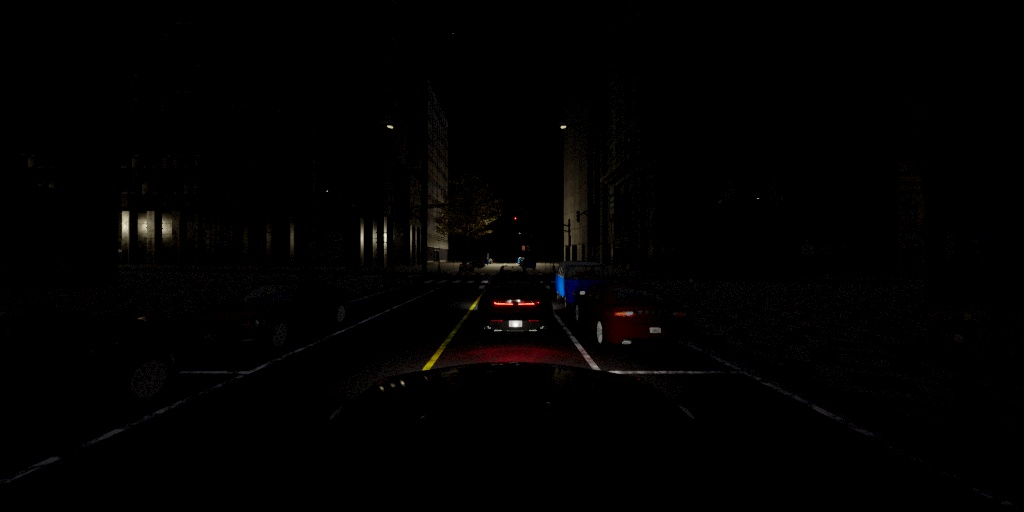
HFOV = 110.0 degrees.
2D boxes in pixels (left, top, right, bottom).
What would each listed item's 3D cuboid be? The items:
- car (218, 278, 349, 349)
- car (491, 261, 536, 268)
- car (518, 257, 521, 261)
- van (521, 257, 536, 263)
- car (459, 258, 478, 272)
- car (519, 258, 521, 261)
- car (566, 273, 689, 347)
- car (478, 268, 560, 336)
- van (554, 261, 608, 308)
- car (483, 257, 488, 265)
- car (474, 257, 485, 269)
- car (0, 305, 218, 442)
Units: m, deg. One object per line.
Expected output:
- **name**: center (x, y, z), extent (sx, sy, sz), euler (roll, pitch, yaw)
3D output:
- **car**: center (-5.802, 1.296, 9.128), extent (1.888, 1.381, 4.507), euler (0, 0, 0)
- **car**: center (0.047, 1.245, 19.792), extent (2.128, 1.511, 4.902), euler (0, 0, -1)
- **car**: center (2.559, 1.332, 63.473), extent (1.888, 1.381, 4.507), euler (0, 0, 0)
- **van**: center (2.595, 1.116, 52.647), extent (1.690, 1.789, 3.998), euler (0, 0, 0)
- **car**: center (-5.917, 1.296, 47.050), extent (1.751, 1.417, 4.829), euler (0, 0, 0)
- **car**: center (2.577, 1.347, 58.059), extent (1.948, 1.339, 4.313), euler (0, 0, 0)
- **car**: center (2.753, 1.296, 9.138), extent (1.888, 1.381, 4.507), euler (0, 0, 0)
- **car**: center (0.074, 1.256, 10.373), extent (1.837, 1.490, 4.892), euler (0, 0, 0)
- **van**: center (2.736, 1.093, 14.663), extent (1.690, 1.789, 3.998), euler (0, 0, 0)
- **car**: center (-5.965, 1.101, 63.089), extent (2.192, 1.841, 5.009), euler (0, 0, 0)
- **car**: center (-5.947, 1.325, 57.800), extent (1.888, 1.381, 4.507), euler (0, 0, 0)
- **car**: center (-5.782, 1.295, 3.603), extent (1.888, 1.381, 4.507), euler (0, 0, 0)
